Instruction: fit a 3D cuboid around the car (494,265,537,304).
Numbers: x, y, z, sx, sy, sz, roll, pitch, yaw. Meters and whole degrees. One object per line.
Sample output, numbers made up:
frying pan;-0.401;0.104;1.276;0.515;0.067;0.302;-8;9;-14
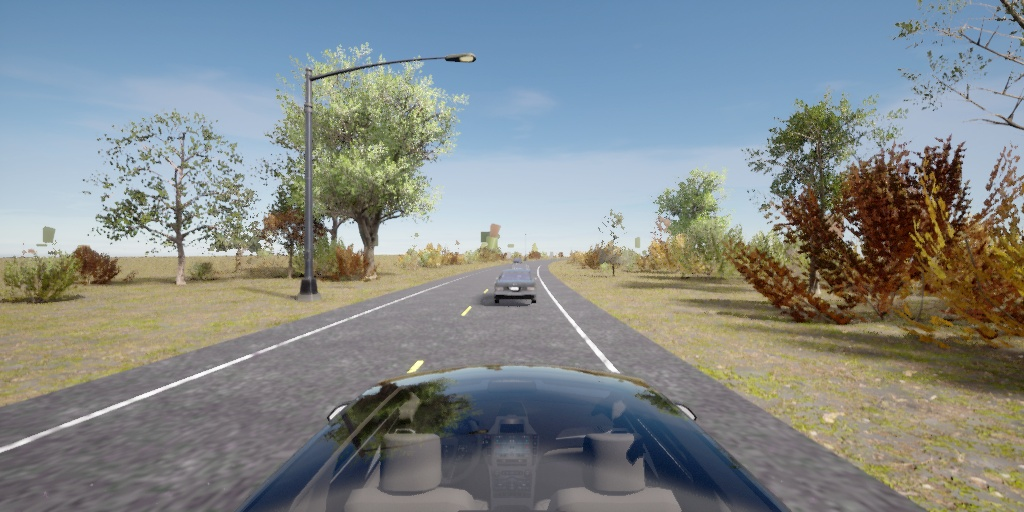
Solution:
car;0.177;1.310;16.415;2.033;1.411;5.357;0;0;1

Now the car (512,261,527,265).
car;0.713;1.357;31.394;1.895;1.301;4.718;0;0;3
